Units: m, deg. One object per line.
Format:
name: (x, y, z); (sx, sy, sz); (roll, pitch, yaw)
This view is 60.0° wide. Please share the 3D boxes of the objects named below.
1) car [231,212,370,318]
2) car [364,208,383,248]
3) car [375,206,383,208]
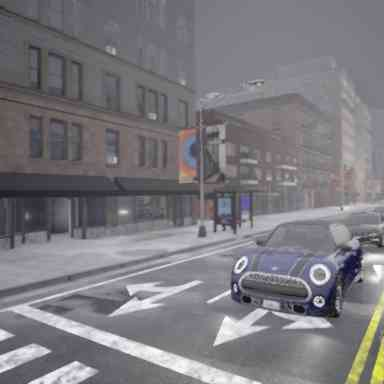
car: (2.744, 1.519, 8.036); (2.097, 1.767, 4.553); (-1, -1, 35)
car: (8.510, 1.753, 16.334); (1.837, 1.490, 4.892); (-1, -1, 35)
car: (14.412, 1.837, 24.819); (1.837, 1.490, 4.892); (-1, -1, 35)
